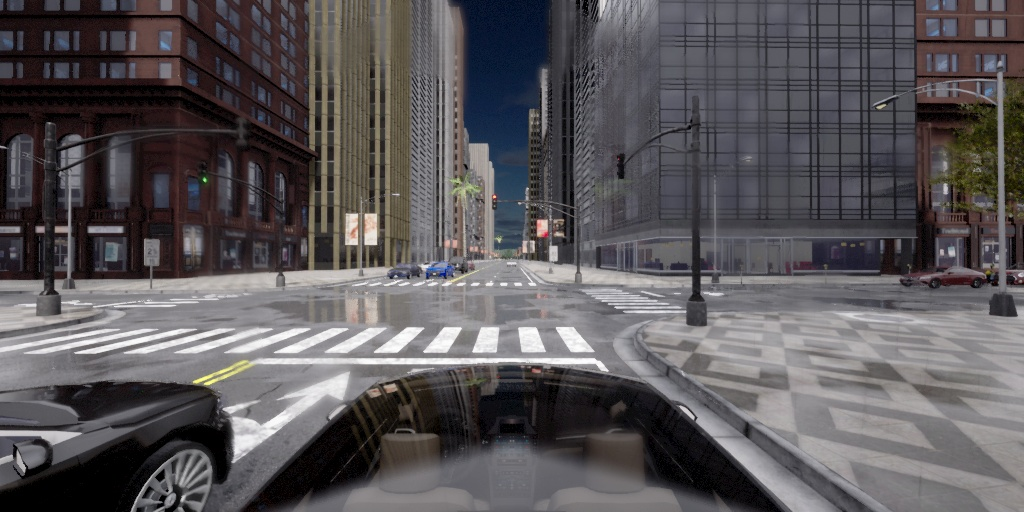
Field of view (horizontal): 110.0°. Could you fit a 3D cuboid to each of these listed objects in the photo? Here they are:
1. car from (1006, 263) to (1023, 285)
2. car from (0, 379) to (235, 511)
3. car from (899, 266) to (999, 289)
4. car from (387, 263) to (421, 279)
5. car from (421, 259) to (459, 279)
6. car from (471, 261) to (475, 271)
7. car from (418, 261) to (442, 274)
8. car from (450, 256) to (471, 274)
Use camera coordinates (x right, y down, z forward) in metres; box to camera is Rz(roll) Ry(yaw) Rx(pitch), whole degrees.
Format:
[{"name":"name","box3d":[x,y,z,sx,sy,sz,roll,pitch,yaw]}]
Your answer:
[{"name":"car","box3d":[32.072,1.118,22.102,4.097,1.591,1.967,0,0,-1]},{"name":"car","box3d":[-3.138,1.241,0.918,2.128,1.511,4.902,0,0,-1]},{"name":"car","box3d":[26.434,1.276,22.006,4.207,1.307,1.802,0,0,-1]},{"name":"car","box3d":[-9.864,1.361,33.528,2.033,1.411,5.357,0,0,3]},{"name":"car","box3d":[-6.644,1.291,33.558,1.882,1.535,5.008,0,0,2]},{"name":"car","box3d":[-6.658,1.411,53.956,1.812,1.442,4.674,0,0,0]},{"name":"car","box3d":[-9.914,1.371,43.715,1.812,1.442,4.674,0,0,0]},{"name":"car","box3d":[-6.660,1.067,43.666,2.150,2.045,5.566,0,0,0]}]
